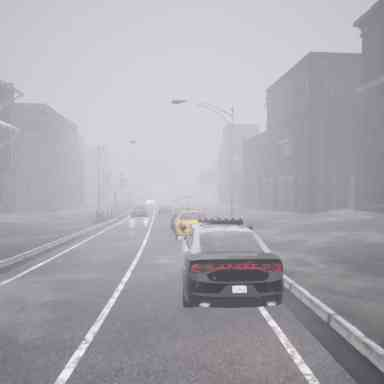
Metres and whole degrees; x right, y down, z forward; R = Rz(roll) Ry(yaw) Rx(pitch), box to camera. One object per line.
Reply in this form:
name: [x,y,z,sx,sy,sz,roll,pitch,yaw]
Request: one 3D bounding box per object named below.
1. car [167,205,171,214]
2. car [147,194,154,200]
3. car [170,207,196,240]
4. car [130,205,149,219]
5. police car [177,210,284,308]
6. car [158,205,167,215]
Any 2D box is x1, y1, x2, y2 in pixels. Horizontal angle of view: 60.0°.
car: [-0.642,1.859,24.191,1.882,1.535,5.008,0,-2,-6]
car: [-10.997,1.408,88.501,2.128,1.511,4.902,0,1,-6]
car: [-0.074,1.671,18.373,1.801,1.575,5.366,0,-1,-5]
car: [-6.170,2.308,39.311,1.837,1.490,4.892,0,-1,-6]
police car: [0.676,1.465,8.198,1.930,1.638,5.238,0,-1,-3]
car: [-3.802,2.454,47.031,1.895,1.301,4.718,0,0,-5]
